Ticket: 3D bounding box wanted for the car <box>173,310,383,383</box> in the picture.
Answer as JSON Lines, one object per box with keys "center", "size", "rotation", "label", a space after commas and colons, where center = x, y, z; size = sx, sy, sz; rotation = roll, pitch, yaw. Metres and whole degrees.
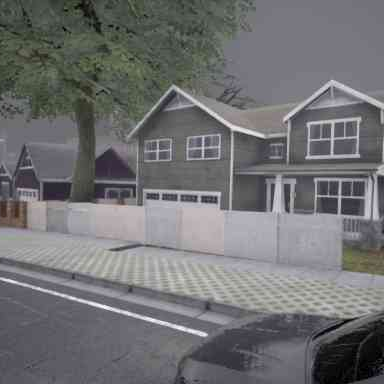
{"center": [2.081, 1.505, 2.038], "size": [4.892, 1.490, 1.837], "rotation": [0, 0, 33], "label": "car"}
